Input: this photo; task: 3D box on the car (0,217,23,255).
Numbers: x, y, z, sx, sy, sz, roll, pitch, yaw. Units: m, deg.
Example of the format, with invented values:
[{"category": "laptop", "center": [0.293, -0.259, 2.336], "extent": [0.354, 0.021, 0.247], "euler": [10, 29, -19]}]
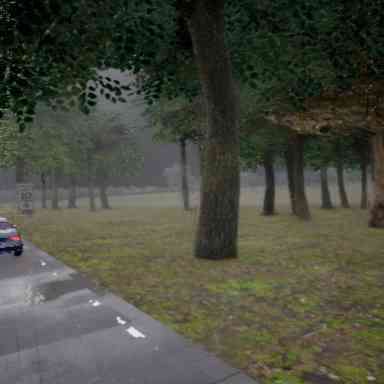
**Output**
[{"category": "car", "center": [-8.021, 1.731, 13.228], "extent": [2.033, 1.411, 5.357], "euler": [-3, 1, -35]}]
